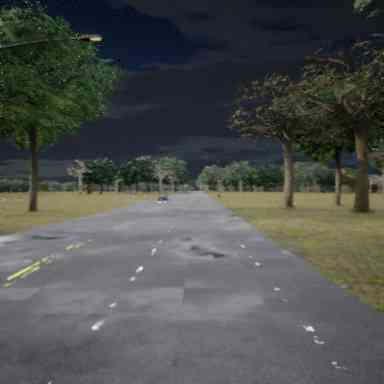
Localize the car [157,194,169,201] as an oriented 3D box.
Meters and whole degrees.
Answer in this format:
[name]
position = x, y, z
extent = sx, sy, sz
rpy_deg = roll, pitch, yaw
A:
[car]
position = -5.613, 1.153, 65.171
extent = 2.033, 1.411, 5.357
rpy_deg = 0, 0, 1
